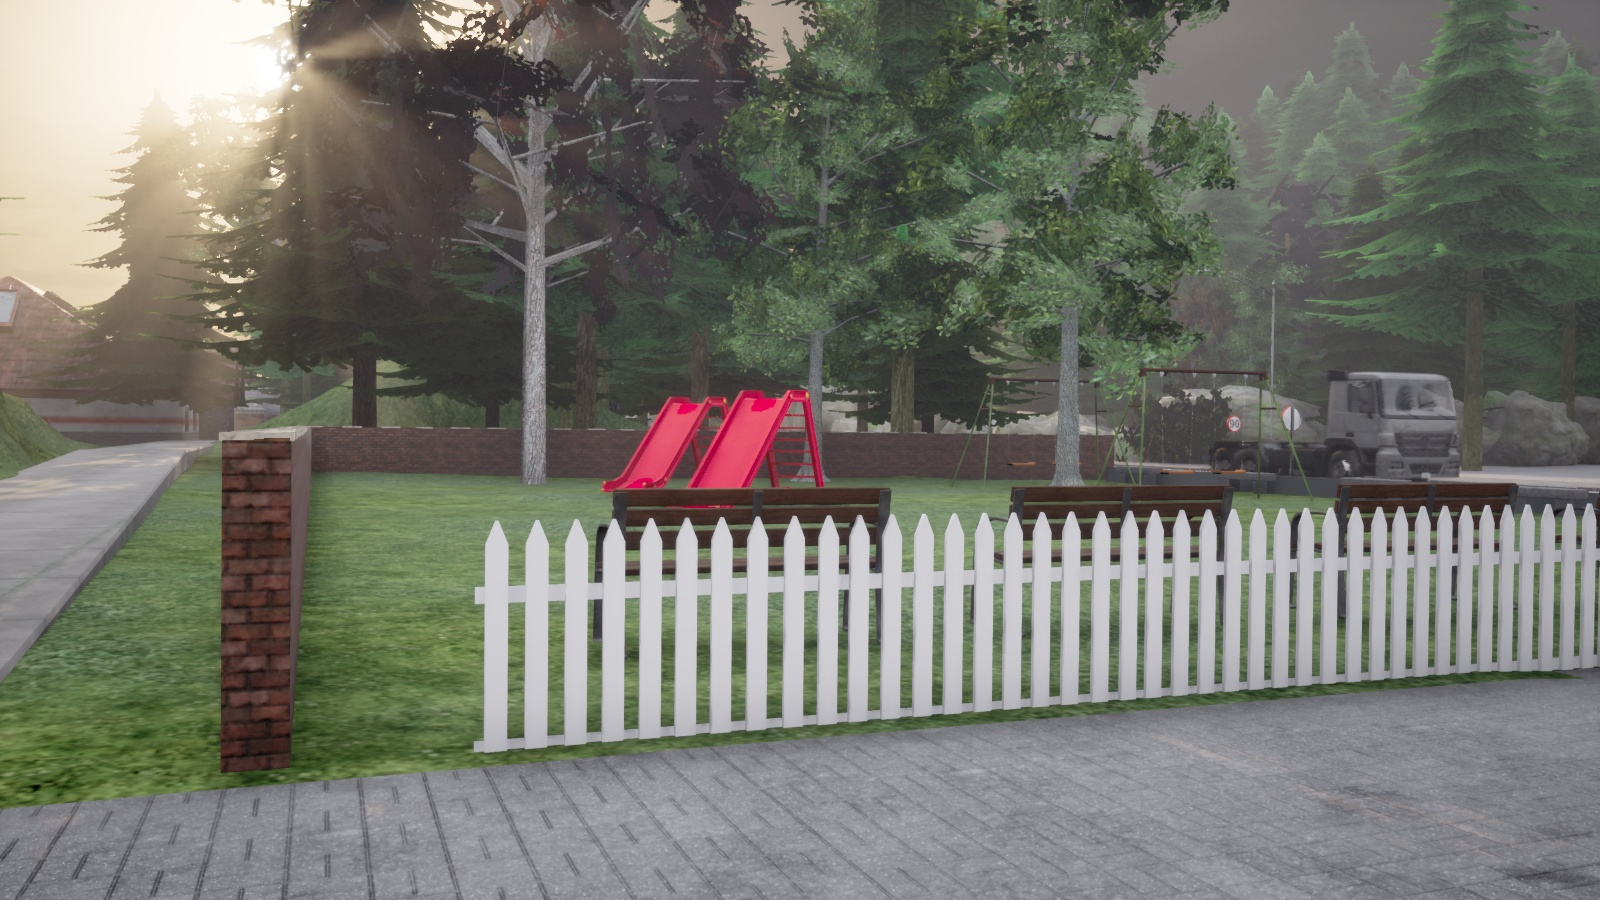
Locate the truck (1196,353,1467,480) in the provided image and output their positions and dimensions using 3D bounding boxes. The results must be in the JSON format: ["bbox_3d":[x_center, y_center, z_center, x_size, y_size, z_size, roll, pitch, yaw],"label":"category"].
[{"bbox_3d":[15.853,-0.978,38.271,2.891,3.462,7.936,-1,1,-21],"label":"truck"}]
